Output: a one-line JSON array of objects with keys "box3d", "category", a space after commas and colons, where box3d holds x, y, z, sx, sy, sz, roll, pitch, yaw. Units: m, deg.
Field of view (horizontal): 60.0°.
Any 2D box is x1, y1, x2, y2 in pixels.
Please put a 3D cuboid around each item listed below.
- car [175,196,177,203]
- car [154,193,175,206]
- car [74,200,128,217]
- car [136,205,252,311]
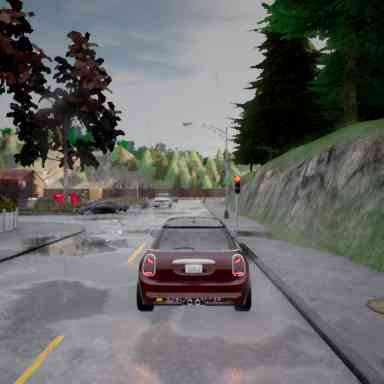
[{"box3d": [-3.997, 1.492, 68.515, 2.128, 1.511, 4.902, 0, 0, 0], "category": "car"}, {"box3d": [-4.093, 1.222, 47.652, 2.150, 2.045, 5.566, 0, 0, 0], "category": "car"}, {"box3d": [-8.414, 1.491, 31.058, 4.902, 1.511, 2.128, 0, 1, -29], "category": "car"}, {"box3d": [0.055, 1.352, 7.910, 2.097, 1.767, 4.553, 0, 0, 1], "category": "car"}]
